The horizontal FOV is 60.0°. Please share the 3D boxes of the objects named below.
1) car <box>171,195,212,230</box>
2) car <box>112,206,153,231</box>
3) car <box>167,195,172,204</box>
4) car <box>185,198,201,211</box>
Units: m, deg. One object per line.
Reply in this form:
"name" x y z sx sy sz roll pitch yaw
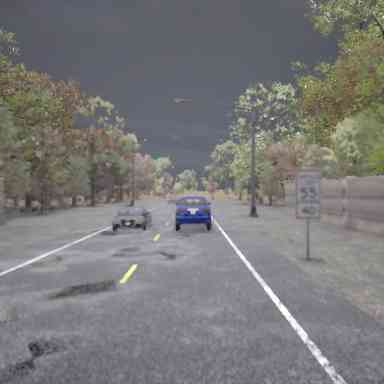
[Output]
"car" 0.078 1.238 21.477 2.150 2.045 5.566 -1 0 0
"car" -3.595 1.585 20.618 1.994 1.385 4.181 0 0 0
"car" -3.520 1.355 61.880 2.097 1.767 4.553 0 0 1
"car" 0.106 1.499 41.334 1.882 1.535 5.008 0 0 0
